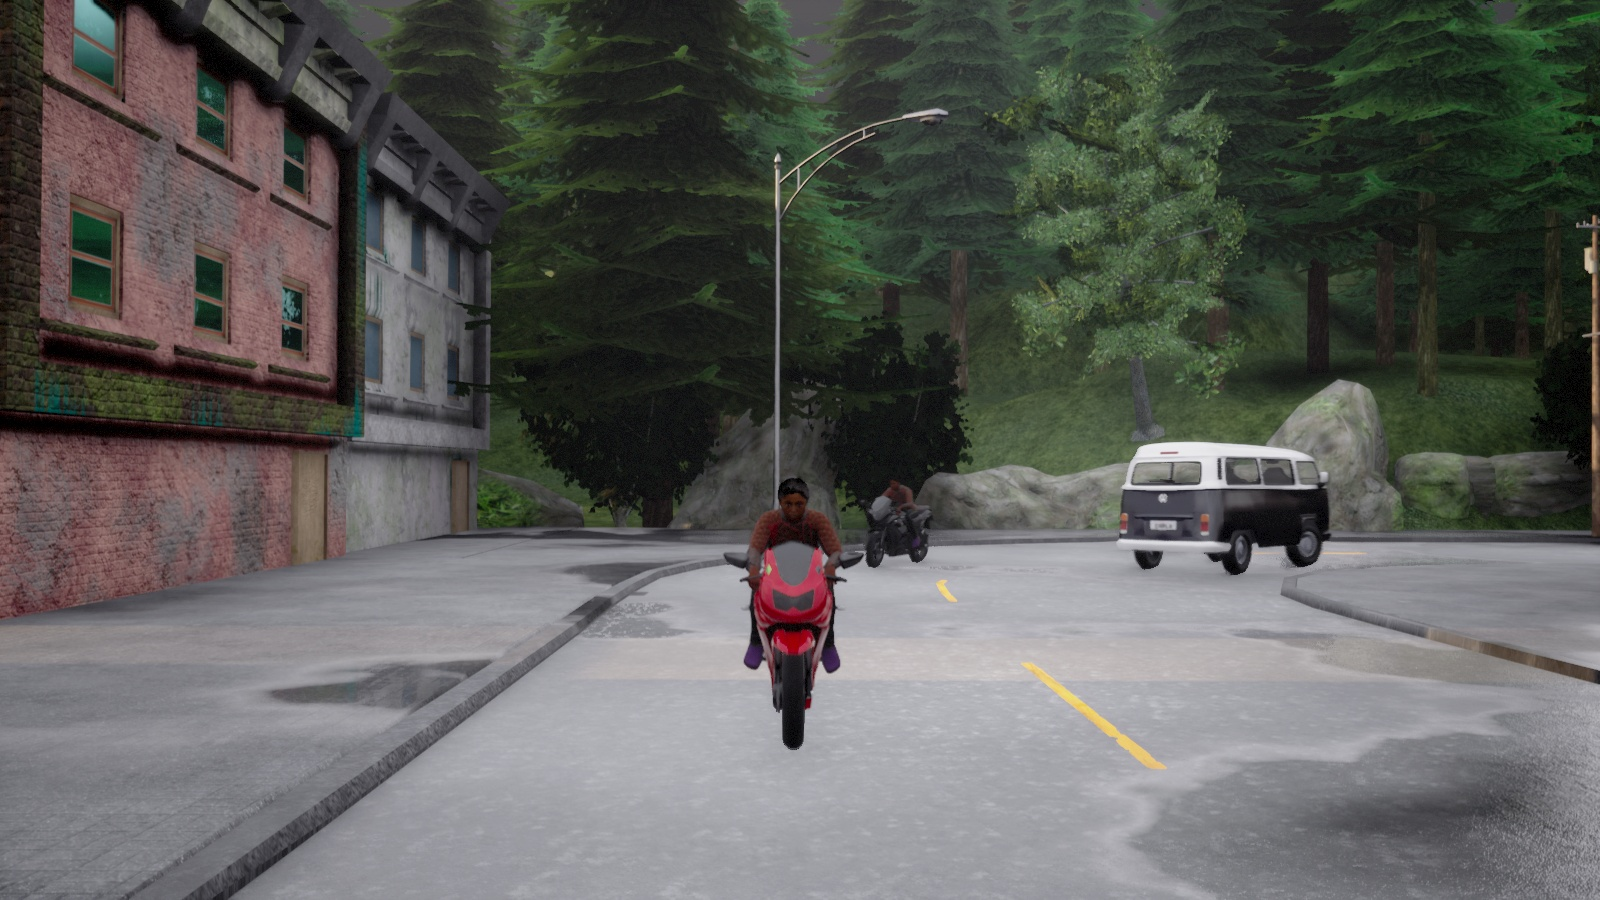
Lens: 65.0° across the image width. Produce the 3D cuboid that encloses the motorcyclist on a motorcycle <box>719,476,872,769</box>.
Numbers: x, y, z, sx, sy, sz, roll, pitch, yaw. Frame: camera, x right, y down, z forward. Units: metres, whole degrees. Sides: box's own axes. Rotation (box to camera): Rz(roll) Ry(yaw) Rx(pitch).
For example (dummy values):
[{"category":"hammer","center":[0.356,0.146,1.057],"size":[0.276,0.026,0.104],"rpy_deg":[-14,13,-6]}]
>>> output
[{"category":"motorcyclist on a motorcycle","center":[-0.034,0.926,7.630],"size":[0.797,1.523,2.044],"rpy_deg":[0,-1,0]}]

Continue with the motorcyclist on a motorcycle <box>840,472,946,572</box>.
[{"category":"motorcyclist on a motorcycle","center":[1.558,1.142,20.676],"size":[0.797,1.523,2.044],"rpy_deg":[1,0,35]}]

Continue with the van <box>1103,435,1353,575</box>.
[{"category":"van","center":[7.125,0.860,20.678],"size":[4.480,2.038,2.069],"rpy_deg":[1,-2,-45]}]
